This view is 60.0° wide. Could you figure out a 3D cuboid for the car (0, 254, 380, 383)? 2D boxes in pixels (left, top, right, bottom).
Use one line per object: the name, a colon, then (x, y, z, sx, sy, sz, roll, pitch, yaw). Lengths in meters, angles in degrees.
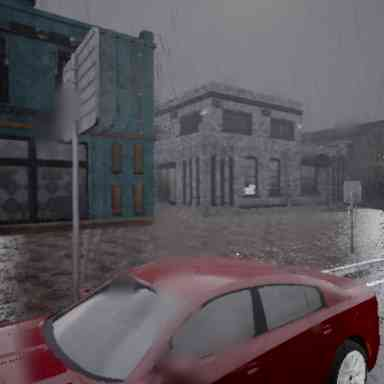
car: (-0.079, 1.480, 3.321, 5.008, 1.535, 1.882, 0, 0, -35)
